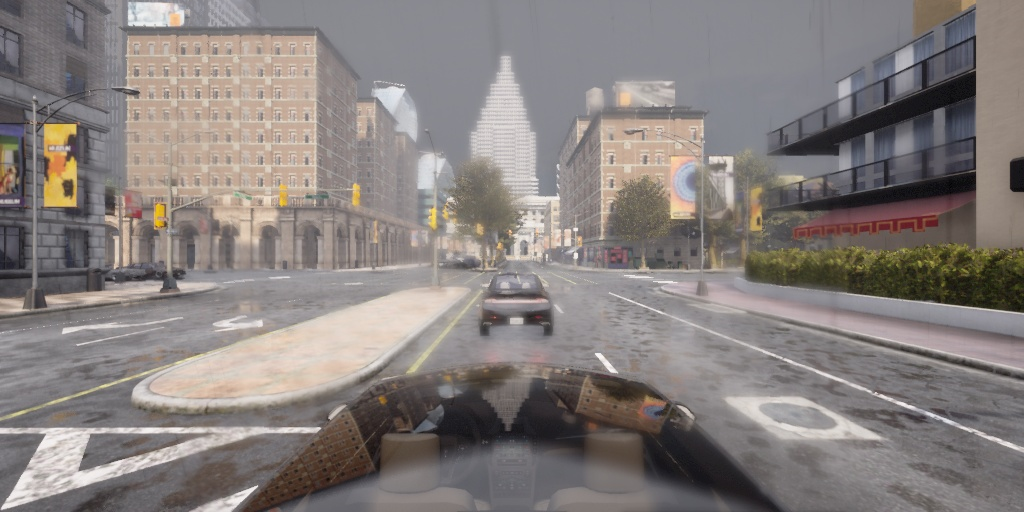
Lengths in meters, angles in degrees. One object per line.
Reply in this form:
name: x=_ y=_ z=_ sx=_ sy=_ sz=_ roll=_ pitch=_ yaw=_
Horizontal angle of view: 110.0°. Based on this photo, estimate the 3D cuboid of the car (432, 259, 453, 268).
car: x=-11.499 y=1.245 z=60.575 sx=2.128 sy=1.511 sz=4.902 roll=0 pitch=0 yaw=0

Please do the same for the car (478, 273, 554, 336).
car: x=0.108 y=1.242 z=10.439 sx=2.128 sy=1.511 sz=4.902 roll=0 pitch=0 yaw=0

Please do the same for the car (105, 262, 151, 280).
car: x=-33.818 y=1.352 z=30.068 sx=4.718 sy=1.301 sz=1.895 roll=0 pitch=0 yaw=0

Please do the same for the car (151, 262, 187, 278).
car: x=-33.840 y=1.299 z=33.566 sx=5.357 sy=1.411 sz=2.033 roll=0 pitch=0 yaw=0

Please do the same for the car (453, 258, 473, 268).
car: x=-8.009 y=1.354 z=59.127 sx=1.895 sy=1.301 sz=4.718 roll=0 pitch=0 yaw=0
